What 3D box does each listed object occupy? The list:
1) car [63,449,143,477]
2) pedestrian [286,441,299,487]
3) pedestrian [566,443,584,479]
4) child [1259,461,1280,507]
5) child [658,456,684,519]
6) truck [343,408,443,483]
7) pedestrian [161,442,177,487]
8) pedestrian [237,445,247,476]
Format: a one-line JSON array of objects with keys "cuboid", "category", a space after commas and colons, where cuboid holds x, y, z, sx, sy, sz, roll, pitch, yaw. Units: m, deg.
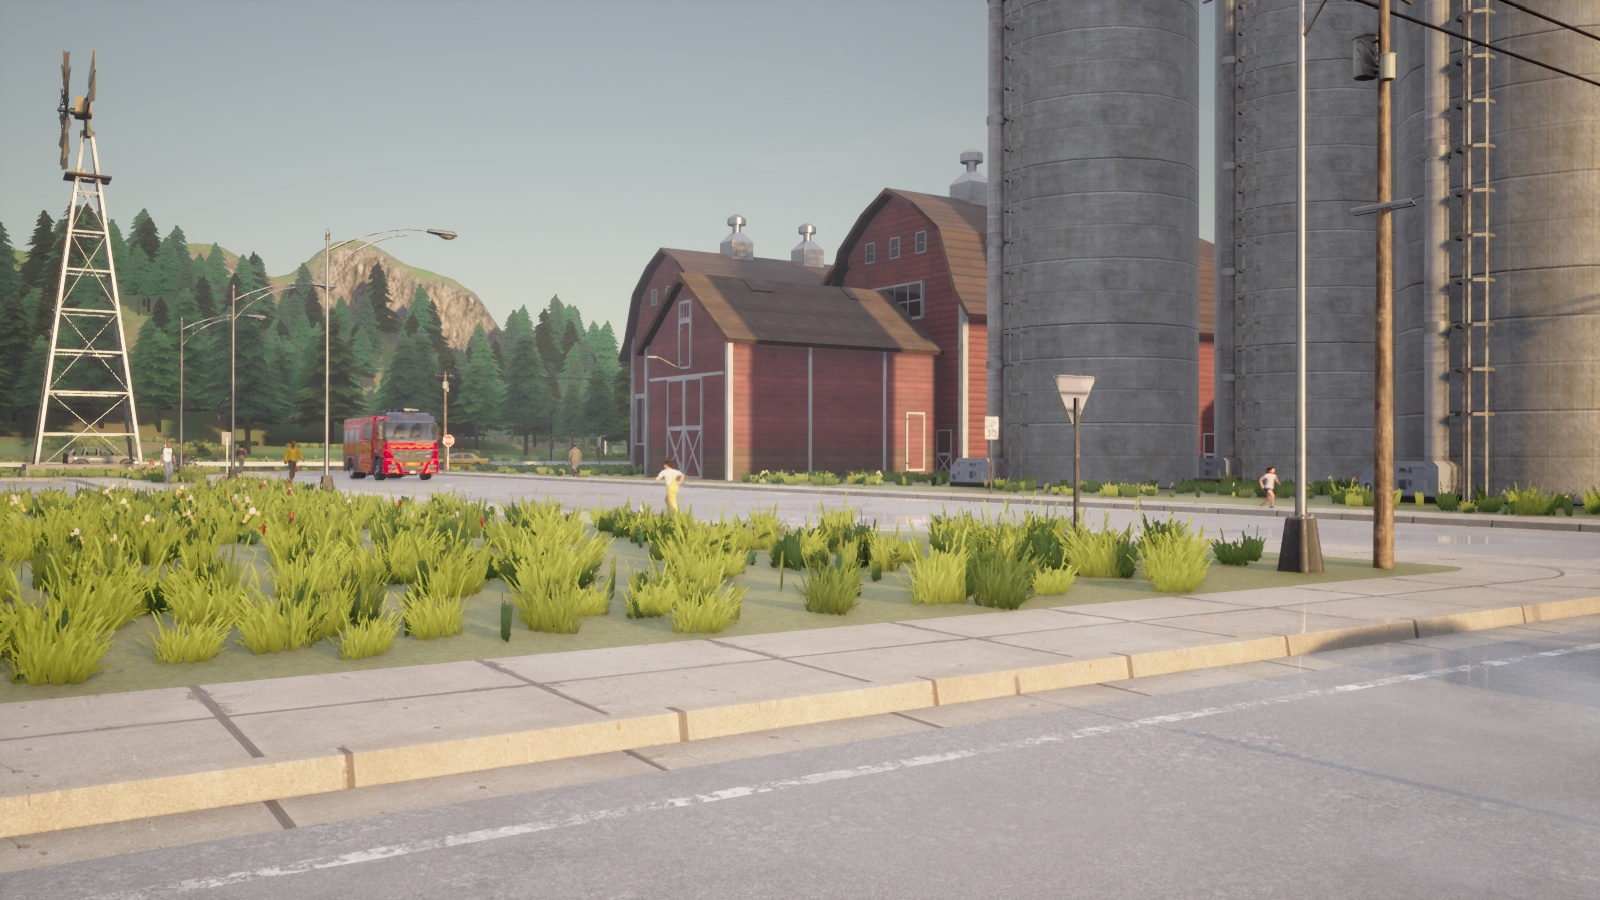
[{"cuboid": [-47.237, 0.870, 85.082, 4.605, 1.855, 1.932, 0, 0, -33], "category": "car"}, {"cuboid": [-20.641, 0.569, 51.075, 0.370, 1.835, 0.726, 0, 0, -33], "category": "pedestrian"}, {"cuboid": [-12.255, 0.593, 68.412, 0.659, 1.952, 0.873, 0, 0, -37], "category": "pedestrian"}, {"cuboid": [11.521, 0.831, 30.822, 0.255, 1.110, 0.394, 0, 0, -30], "category": "child"}, {"cuboid": [-2.587, 0.747, 25.149, 0.437, 1.263, 0.270, 0, 0, 36], "category": "child"}, {"cuboid": [-22.171, -0.206, 68.061, 2.891, 3.827, 8.468, 0, 0, -34], "category": "truck"}, {"cuboid": [-25.716, 0.589, 51.165, 0.706, 1.836, 0.354, 0, 0, 42], "category": "pedestrian"}, {"cuboid": [-34.668, 0.664, 77.987, 0.402, 1.930, 0.666, 0, 0, -7], "category": "pedestrian"}]
